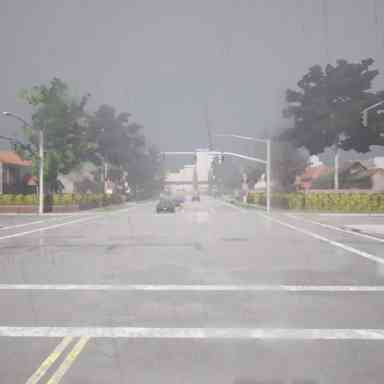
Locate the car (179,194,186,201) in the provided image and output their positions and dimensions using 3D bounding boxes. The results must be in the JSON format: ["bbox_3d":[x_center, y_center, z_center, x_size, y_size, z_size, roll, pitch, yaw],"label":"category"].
[{"bbox_3d":[-2.650,1.477,66.392,1.882,1.535,5.008,0,0,1],"label":"car"}]

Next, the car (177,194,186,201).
[{"bbox_3d":[-2.524,1.345,81.013,2.097,1.767,4.553,0,0,0],"label":"car"}]

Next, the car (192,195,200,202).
[{"bbox_3d":[0.964,1.500,79.081,1.837,1.490,4.892,0,0,0],"label":"car"}]

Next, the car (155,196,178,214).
[{"bbox_3d":[-2.809,1.505,35.905,1.837,1.490,4.892,0,0,-1],"label":"car"}]

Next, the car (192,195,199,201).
[{"bbox_3d":[1.032,1.514,89.479,1.812,1.442,4.674,0,0,0],"label":"car"}]

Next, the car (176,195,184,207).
[{"bbox_3d":[-2.814,1.548,51.336,2.033,1.411,5.357,0,0,1],"label":"car"}]
